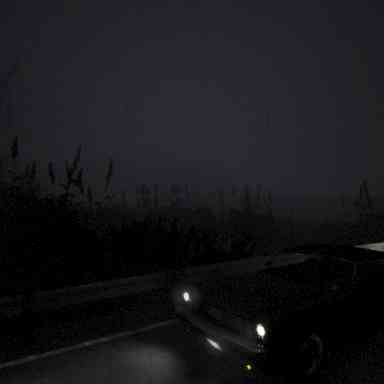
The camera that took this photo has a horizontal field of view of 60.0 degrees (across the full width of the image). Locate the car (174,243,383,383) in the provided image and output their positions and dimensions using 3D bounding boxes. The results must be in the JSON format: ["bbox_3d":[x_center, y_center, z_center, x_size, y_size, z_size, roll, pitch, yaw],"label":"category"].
[{"bbox_3d":[2.085,1.604,5.456,4.718,1.301,1.895,0,0,-35],"label":"car"}]
